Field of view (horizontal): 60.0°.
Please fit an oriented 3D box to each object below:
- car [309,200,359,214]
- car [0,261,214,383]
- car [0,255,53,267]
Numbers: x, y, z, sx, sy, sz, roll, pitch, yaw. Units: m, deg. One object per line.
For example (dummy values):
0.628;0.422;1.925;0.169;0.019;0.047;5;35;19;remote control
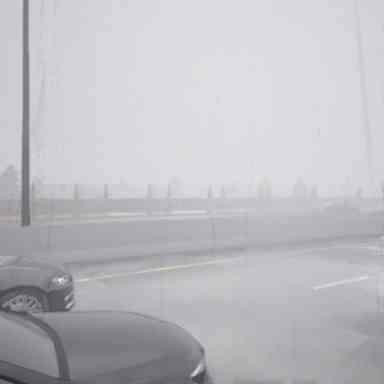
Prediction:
12.667;1.463;29.654;4.674;1.442;1.812;0;0;-20;car
-1.959;1.510;2.227;4.674;1.442;1.812;0;0;-36;car
-4.288;1.460;4.850;4.902;1.511;2.128;0;0;-36;car
